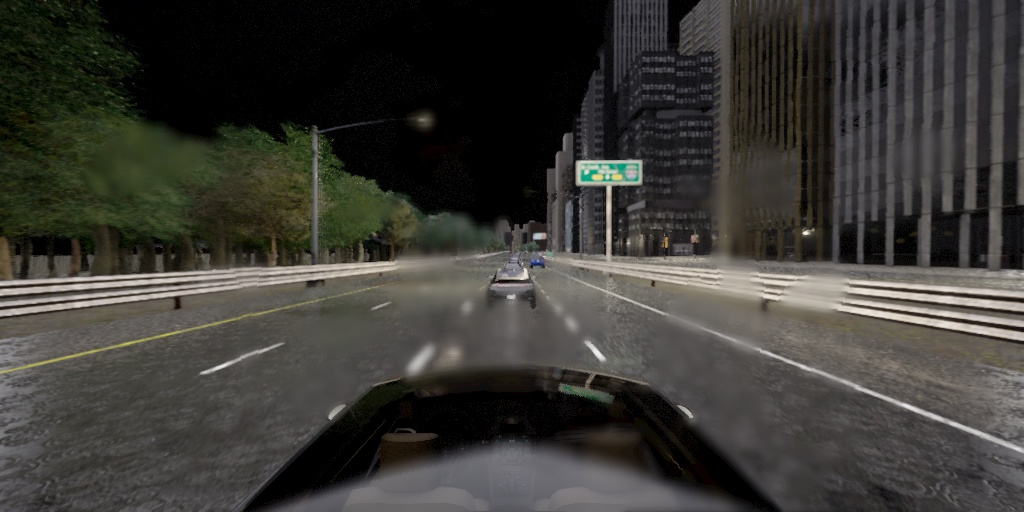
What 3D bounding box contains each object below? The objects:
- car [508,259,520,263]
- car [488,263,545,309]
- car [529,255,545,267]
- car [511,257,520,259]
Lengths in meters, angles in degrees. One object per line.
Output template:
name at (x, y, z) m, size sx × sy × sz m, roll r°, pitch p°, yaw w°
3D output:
car at (0.122, 1.285, 35.031) m, size 1.994 × 1.385 × 4.181 m, roll 0°, pitch 0°, yaw 0°
car at (0.021, 1.241, 15.054) m, size 2.128 × 1.511 × 4.902 m, roll 0°, pitch 0°, yaw 0°
car at (3.919, 0.855, 55.925) m, size 2.150 × 2.045 × 5.566 m, roll 0°, pitch 1°, yaw 1°
car at (0.291, 1.212, 53.531) m, size 1.994 × 1.385 × 4.181 m, roll 0°, pitch 0°, yaw 1°
